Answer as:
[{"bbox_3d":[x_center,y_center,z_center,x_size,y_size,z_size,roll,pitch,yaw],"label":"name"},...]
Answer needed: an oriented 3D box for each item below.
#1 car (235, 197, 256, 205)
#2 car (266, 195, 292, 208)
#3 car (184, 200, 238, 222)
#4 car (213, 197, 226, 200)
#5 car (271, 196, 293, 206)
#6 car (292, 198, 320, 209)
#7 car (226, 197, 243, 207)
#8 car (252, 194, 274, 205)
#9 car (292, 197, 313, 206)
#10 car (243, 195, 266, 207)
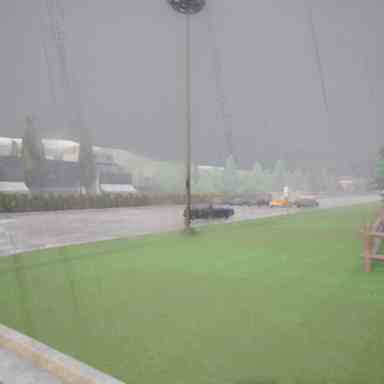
[{"bbox_3d":[9.973,1.595,61.631,1.895,1.301,4.718,0,0,37],"label":"car"},{"bbox_3d":[12.870,1.474,47.804,1.882,1.535,5.008,0,0,37],"label":"car"},{"bbox_3d":[1.478,1.598,26.500,1.895,1.301,4.718,0,0,37],"label":"car"},{"bbox_3d":[4.790,1.559,54.528,1.994,1.385,4.181,0,0,37],"label":"car"},{"bbox_3d":[15.581,1.487,57.442,2.128,1.511,4.902,0,0,37],"label":"car"},{"bbox_3d":[16.222,1.545,46.442,2.033,1.411,5.357,0,0,37],"label":"car"},{"bbox_3d":[7.689,1.559,52.552,1.994,1.385,4.181,0,0,37],"label":"car"},{"bbox_3d":[12.750,1.347,59.501,2.097,1.767,4.553,0,0,37],"label":"car"},{"bbox_3d":[18.412,1.597,55.384,1.895,1.301,4.718,0,0,37],"label":"car"},{"bbox_3d":[10.079,1.487,49.914,2.128,1.511,4.902,0,0,37],"label":"car"}]
